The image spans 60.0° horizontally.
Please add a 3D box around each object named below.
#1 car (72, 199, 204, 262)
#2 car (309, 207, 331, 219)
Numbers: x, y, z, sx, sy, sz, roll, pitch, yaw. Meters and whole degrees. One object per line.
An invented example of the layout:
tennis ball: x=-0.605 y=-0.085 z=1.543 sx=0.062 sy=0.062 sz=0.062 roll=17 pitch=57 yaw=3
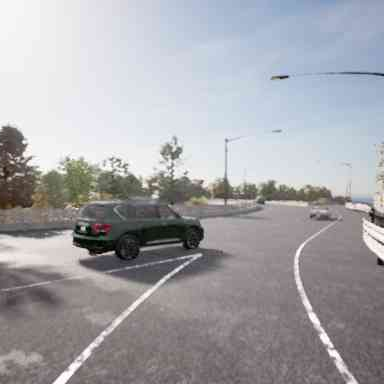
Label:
car: x=-1.893 y=1.368 z=13.145 sx=2.150 sy=2.045 sz=5.566 roll=0 pitch=-1 yaw=41
car: x=14.317 y=2.276 z=37.023 sx=1.895 sy=1.301 sz=4.718 roll=0 pitch=-1 yaw=27
